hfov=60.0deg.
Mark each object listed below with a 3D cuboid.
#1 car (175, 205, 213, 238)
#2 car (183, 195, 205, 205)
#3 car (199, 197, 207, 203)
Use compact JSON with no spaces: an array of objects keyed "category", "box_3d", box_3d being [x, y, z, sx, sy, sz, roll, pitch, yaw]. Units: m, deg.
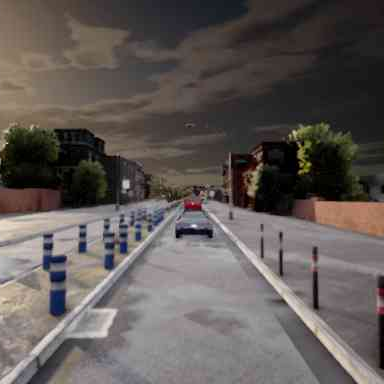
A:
[{"category":"car","box_3d":[0.107,1.649,18.384,1.994,1.385,4.181,0,0,0]},{"category":"car","box_3d":[0.115,1.480,41.930,2.150,2.045,5.566,0,0,0]},{"category":"car","box_3d":[3.031,2.199,94.733,2.231,1.521,4.892,0,0,0]}]
